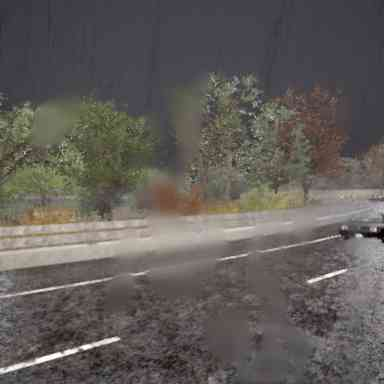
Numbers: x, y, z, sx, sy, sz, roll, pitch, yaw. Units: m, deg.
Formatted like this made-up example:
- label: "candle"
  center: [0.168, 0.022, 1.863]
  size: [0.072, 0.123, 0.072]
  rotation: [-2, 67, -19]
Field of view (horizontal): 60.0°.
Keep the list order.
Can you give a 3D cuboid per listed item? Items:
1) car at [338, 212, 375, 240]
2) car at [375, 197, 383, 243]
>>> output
- label: "car"
  center: [8.976, 1.648, 16.287]
  size: [4.718, 1.301, 1.895]
  rotation: [0, 0, -45]
- label: "car"
  center: [8.151, 1.245, 10.682]
  size: [5.566, 2.045, 2.150]
  rotation: [0, 0, -42]
